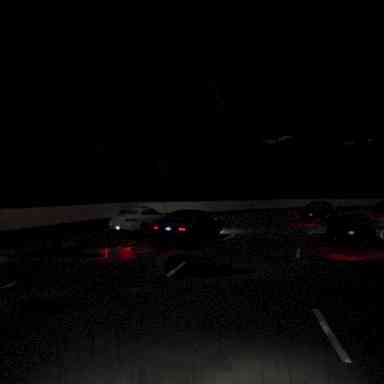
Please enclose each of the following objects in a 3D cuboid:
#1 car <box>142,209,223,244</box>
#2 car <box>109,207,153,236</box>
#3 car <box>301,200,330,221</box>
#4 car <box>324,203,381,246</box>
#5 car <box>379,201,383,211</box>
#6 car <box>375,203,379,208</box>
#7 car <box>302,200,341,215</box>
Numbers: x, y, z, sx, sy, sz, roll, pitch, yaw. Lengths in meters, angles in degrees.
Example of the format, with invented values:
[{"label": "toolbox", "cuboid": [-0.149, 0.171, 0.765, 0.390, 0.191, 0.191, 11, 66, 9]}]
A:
[{"label": "car", "cuboid": [-0.051, 1.578, 16.085, 2.033, 1.411, 5.357, 0, 0, 22]}, {"label": "car", "cuboid": [-2.826, 1.556, 18.758, 1.812, 1.442, 4.674, 0, 0, 22]}, {"label": "car", "cuboid": [10.400, 1.548, 26.775, 1.882, 1.535, 5.008, 0, 0, 38]}, {"label": "car", "cuboid": [7.537, 1.522, 15.868, 1.882, 1.535, 5.008, 0, 0, 24]}, {"label": "car", "cuboid": [19.876, 1.575, 31.174, 5.008, 1.535, 1.882, 0, 0, -38]}, {"label": "car", "cuboid": [22.031, 1.632, 36.737, 4.674, 1.442, 1.812, 0, 0, -32]}, {"label": "car", "cuboid": [13.731, 1.619, 35.148, 4.674, 1.442, 1.812, 0, 0, -41]}]
